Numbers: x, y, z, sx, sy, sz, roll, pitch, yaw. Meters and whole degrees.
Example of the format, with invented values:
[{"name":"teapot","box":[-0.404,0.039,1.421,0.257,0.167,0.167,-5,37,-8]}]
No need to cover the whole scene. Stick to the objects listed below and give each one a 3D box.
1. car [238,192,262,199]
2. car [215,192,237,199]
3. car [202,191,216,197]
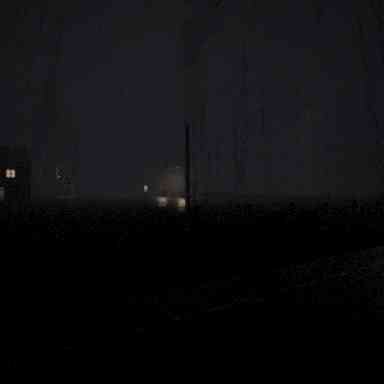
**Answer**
[{"name":"car","box":[12.272,0.726,67.936,1.812,1.442,4.674,-1,0,-36]},{"name":"car","box":[7.736,0.717,69.516,2.128,1.511,4.902,-1,1,-36]},{"name":"car","box":[4.376,0.409,78.869,1.882,1.535,5.008,-1,1,-36]}]
